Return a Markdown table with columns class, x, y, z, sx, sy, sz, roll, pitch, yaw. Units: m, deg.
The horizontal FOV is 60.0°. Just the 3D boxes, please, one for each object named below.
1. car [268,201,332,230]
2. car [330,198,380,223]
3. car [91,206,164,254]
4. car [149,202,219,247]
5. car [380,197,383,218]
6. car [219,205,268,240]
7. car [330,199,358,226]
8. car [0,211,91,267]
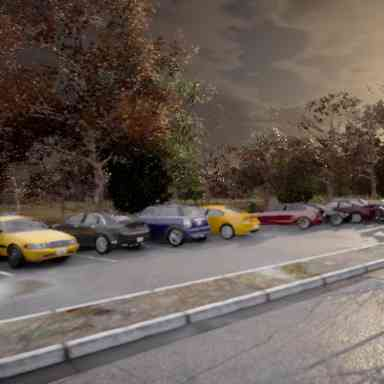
| class | x | y | z | sx | sy | sz | roll | pitch | yaw |
| --- | --- | --- | --- | --- | --- | --- | --- | --- | --- |
| car | 5.650 | 1.428 | 20.403 | 4.792 | 1.488 | 2.163 | -1 | 0 | 33 |
| car | 10.393 | 1.358 | 23.977 | 5.008 | 1.535 | 2.097 | -1 | 0 | 33 |
| car | -3.861 | 1.478 | 13.345 | 4.892 | 1.521 | 2.231 | -1 | 0 | 34 |
| car | -1.440 | 1.331 | 15.076 | 4.553 | 1.767 | 2.185 | -1 | 0 | 34 |
| car | 12.701 | 1.214 | 25.822 | 4.553 | 1.767 | 2.185 | -1 | -1 | 32 |
| car | 0.933 | 1.437 | 16.840 | 5.008 | 1.535 | 2.097 | -1 | 0 | 34 |
| car | 8.071 | 1.407 | 22.166 | 4.792 | 1.488 | 2.163 | -1 | -1 | 33 |
| car | -6.118 | 1.491 | 11.513 | 5.366 | 1.575 | 1.946 | -1 | -1 | 34 |
